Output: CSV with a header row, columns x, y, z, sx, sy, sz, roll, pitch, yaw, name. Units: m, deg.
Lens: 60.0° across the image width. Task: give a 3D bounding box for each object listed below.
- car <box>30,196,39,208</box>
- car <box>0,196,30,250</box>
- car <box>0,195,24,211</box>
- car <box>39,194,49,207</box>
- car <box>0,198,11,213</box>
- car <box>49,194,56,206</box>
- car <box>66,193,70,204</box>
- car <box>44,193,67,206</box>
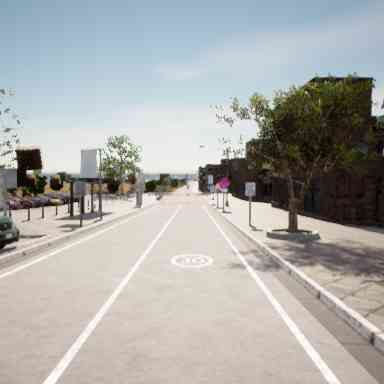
x,y,z,sx,sy,sz,roll,pitch,yaw,name
-22.111,1.346,40.929,5.008,1.535,2.097,0,0,0,car
-8.956,1.164,11.284,5.566,2.045,2.435,0,0,0,car
-22.132,1.226,38.153,4.553,1.767,2.185,0,0,0,car
-22.102,1.342,43.704,4.892,1.521,2.231,0,0,0,car
-22.095,1.397,35.377,4.674,1.452,2.002,0,0,0,car
-22.141,1.366,46.478,4.792,1.488,2.163,0,0,0,car
-22.149,1.357,52.030,4.792,1.488,2.163,0,0,0,car
-21.930,1.329,49.253,5.366,1.575,1.946,0,0,0,car
